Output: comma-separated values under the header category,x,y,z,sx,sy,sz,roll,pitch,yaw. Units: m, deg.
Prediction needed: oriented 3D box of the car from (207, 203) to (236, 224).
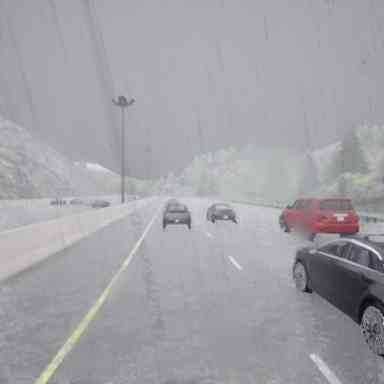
category,x,y,z,sx,sy,sz,roll,pitch,yaw
car,2.239,1.613,25.907,1.812,1.442,4.674,0,0,-4

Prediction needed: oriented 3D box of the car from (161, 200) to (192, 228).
category,x,y,z,sx,sy,sz,roll,pitch,yaw
car,-1.060,1.575,22.705,2.128,1.511,4.902,0,0,-4

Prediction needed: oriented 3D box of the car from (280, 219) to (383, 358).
category,x,y,z,sx,sy,sz,roll,pitch,yaw
car,3.381,1.505,6.017,2.128,1.511,4.902,0,0,-2

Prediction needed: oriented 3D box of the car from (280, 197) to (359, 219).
category,x,y,z,sx,sy,sz,roll,pitch,yaw
car,6.328,1.268,17.152,2.150,2.045,5.566,0,0,-3
